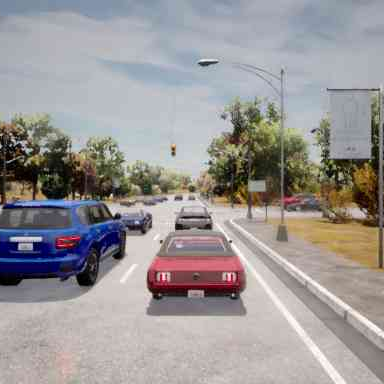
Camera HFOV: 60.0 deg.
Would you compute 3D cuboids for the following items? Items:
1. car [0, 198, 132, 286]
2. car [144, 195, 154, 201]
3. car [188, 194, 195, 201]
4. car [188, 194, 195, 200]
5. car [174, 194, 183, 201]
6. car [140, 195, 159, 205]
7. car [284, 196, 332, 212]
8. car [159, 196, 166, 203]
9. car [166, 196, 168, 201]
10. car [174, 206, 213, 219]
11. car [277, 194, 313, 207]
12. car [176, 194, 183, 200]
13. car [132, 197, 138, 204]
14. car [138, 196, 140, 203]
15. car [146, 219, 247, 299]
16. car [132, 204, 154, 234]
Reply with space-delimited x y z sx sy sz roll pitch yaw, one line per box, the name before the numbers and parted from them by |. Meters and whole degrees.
car | -3.409 1.221 9.531 2.150 2.045 5.566 0 0 0
car | -10.537 1.552 81.294 1.994 1.385 4.181 0 0 0
car | -0.039 1.533 85.115 2.033 1.411 5.357 0 0 0
car | -0.044 1.360 95.534 1.882 1.535 5.008 0 0 0
car | -3.539 1.493 85.114 1.837 1.490 4.892 0 0 0
car | -7.108 1.525 56.158 1.812 1.442 4.674 0 0 0
car | 13.377 1.504 37.899 4.892 1.490 1.837 0 0 3
car | -7.032 1.477 68.957 1.882 1.535 5.008 0 0 0
car | -7.038 1.592 81.937 1.895 1.301 4.718 0 0 0
car | 0.092 1.491 17.649 2.128 1.511 4.902 0 0 0
car | 13.424 1.222 41.416 5.566 2.045 2.150 0 0 3
car | -3.544 1.382 95.533 1.837 1.490 4.892 0 0 0
car | -10.612 1.601 54.790 1.895 1.301 4.718 0 0 0
car | -10.532 1.525 68.654 1.812 1.442 4.674 0 0 0
car | 0.099 1.601 8.378 1.895 1.301 4.718 0 0 0
car | -3.409 1.601 19.285 1.895 1.301 4.718 0 0 0
